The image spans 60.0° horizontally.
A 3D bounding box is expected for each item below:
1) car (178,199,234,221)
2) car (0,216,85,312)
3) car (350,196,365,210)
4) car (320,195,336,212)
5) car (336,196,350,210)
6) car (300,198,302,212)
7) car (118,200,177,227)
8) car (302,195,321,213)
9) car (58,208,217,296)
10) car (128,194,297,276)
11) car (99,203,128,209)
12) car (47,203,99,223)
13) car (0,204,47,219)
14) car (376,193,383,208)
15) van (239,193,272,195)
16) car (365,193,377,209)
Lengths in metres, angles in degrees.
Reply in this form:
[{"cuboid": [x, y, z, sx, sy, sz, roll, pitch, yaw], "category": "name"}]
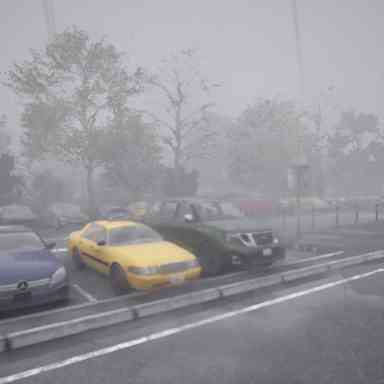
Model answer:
[{"cuboid": [1.052, 1.414, 27.401, 2.163, 1.488, 4.792, 0, 0, -36], "category": "car"}, {"cuboid": [-4.243, 1.529, 7.575, 2.002, 1.452, 4.674, 0, 0, -36], "category": "car"}, {"cuboid": [16.836, 1.259, 38.730, 2.097, 1.535, 5.008, 0, 0, -36], "category": "car"}, {"cuboid": [12.325, 1.334, 35.495, 2.002, 1.452, 4.674, 0, 0, -36], "category": "car"}, {"cuboid": [14.562, 1.151, 37.136, 2.185, 1.767, 4.553, 0, 0, -36], "category": "car"}, {"cuboid": [7.809, 1.370, 32.264, 2.002, 1.452, 4.674, 0, 0, -36], "category": "car"}, {"cuboid": [-3.373, 1.419, 24.044, 1.946, 1.575, 5.366, 0, 0, -36], "category": "car"}, {"cuboid": [10.069, 1.311, 33.878, 2.097, 1.535, 5.008, 0, 0, -36], "category": "car"}, {"cuboid": [-1.853, 1.467, 9.052, 1.946, 1.575, 5.366, 0, 0, -36], "category": "car"}, {"cuboid": [0.334, 1.200, 10.810, 2.435, 2.045, 5.566, 0, 0, -36], "category": "car"}, {"cuboid": [-5.755, 1.470, 22.605, 2.163, 1.488, 4.792, 0, 0, -36], "category": "car"}, {"cuboid": [-8.000, 1.460, 20.972, 2.231, 1.521, 4.892, 0, 0, -36], "category": "car"}, {"cuboid": [-10.257, 1.477, 19.357, 2.097, 1.535, 5.008, 0, 0, -36], "category": "car"}, {"cuboid": [21.336, 1.255, 41.977, 2.163, 1.488, 4.792, 0, 0, -36], "category": "car"}, {"cuboid": [5.481, 1.122, 30.747, 1.878, 1.987, 4.442, 0, 0, -36], "category": "van"}, {"cuboid": [19.100, 1.243, 40.335, 2.231, 1.521, 4.892, 0, 0, -36], "category": "car"}]
